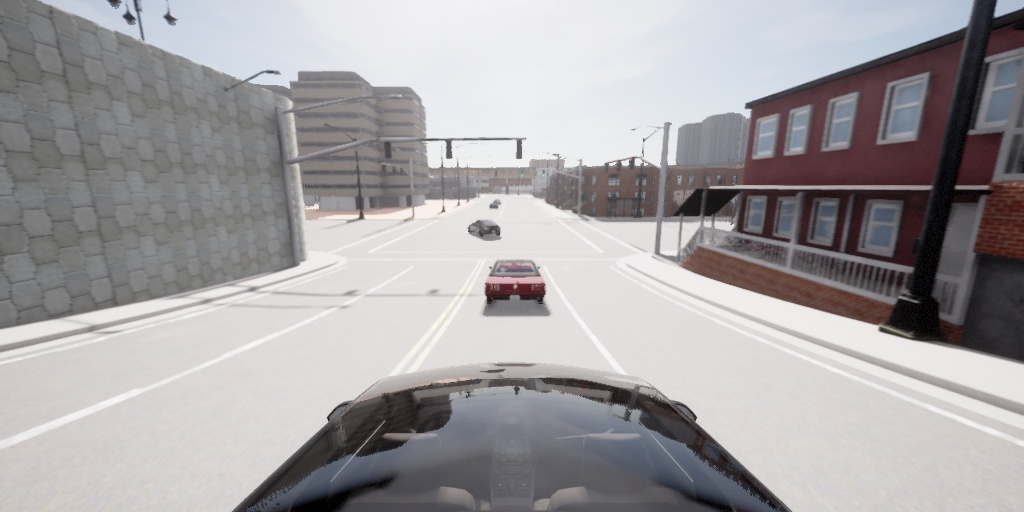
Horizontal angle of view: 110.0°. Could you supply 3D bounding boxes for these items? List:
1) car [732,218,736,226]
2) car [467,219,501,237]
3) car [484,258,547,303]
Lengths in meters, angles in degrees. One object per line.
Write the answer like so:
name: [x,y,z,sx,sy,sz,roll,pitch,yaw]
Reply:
car: [26.247,-3.958,38.459,4.553,1.767,2.097,0,11,0]
car: [-2.564,-2.629,32.489,1.812,1.442,4.674,-5,12,-25]
car: [0.096,0.733,12.777,1.895,1.301,4.718,0,6,0]
